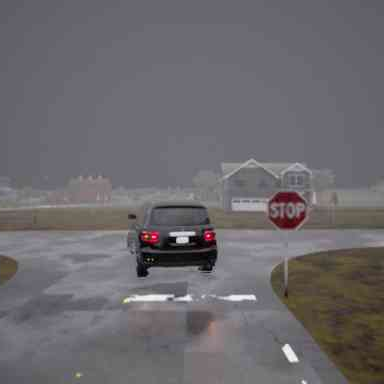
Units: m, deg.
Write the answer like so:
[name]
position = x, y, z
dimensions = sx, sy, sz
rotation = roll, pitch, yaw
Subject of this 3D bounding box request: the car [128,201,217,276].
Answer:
[car]
position = -0.845, 1.294, 10.907
dimensions = 2.150, 2.045, 5.566
rotation = 1, 0, -13
